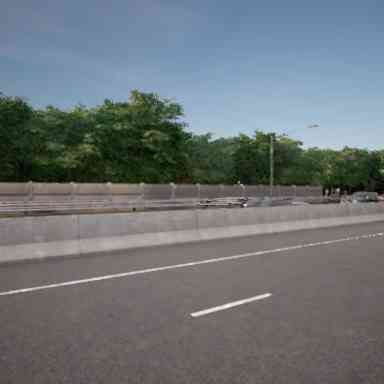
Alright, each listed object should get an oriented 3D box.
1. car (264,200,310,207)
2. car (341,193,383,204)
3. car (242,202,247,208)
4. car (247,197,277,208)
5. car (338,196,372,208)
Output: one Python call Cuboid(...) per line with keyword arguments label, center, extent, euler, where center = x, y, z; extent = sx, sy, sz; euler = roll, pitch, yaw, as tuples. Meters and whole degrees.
Cuboid(label="car", center=(8.397, 1.519, 27.180), extent=(4.718, 1.301, 1.895), euler=(0, 0, -35))
Cuboid(label="car", center=(20.434, 1.079, 40.024), extent=(5.566, 2.045, 2.150), euler=(0, 0, -35))
Cuboid(label="car", center=(8.160, 1.384, 39.898), extent=(4.902, 1.511, 2.128), euler=(0, 0, -35))
Cuboid(label="car", center=(8.391, 1.464, 35.770), extent=(4.181, 1.385, 1.994), euler=(0, 0, -35))
Cuboid(label="car", center=(22.446, 1.330, 45.774), extent=(4.902, 1.511, 2.128), euler=(0, 0, -35))
